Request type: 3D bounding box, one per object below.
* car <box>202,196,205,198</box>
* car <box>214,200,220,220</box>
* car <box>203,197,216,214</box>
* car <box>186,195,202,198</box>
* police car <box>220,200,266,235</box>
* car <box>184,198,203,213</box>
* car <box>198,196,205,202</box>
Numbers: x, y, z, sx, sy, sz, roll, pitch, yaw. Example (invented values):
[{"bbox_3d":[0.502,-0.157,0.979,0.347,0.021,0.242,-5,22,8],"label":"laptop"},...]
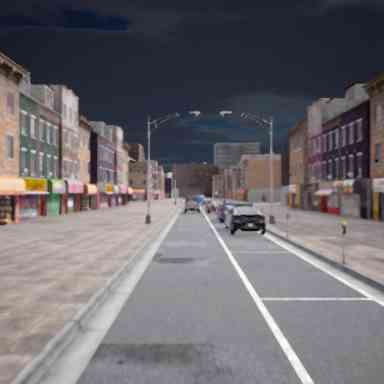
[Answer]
[{"bbox_3d":[2.633,1.833,60.886,2.008,1.369,4.403,0,0,0],"label":"car"},{"bbox_3d":[3.022,1.633,26.543,1.812,1.442,4.674,0,0,0],"label":"car"},{"bbox_3d":[2.635,1.598,38.169,1.967,1.590,4.097,0,0,0],"label":"car"},{"bbox_3d":[0.011,1.452,52.287,2.150,2.045,5.566,0,0,0],"label":"car"},{"bbox_3d":[3.008,1.501,19.654,1.930,1.638,5.238,0,0,0],"label":"police car"},{"bbox_3d":[0.019,1.711,39.312,2.033,1.411,5.357,0,0,0],"label":"car"},{"bbox_3d":[2.631,1.941,93.364,1.967,1.590,4.097,0,0,0],"label":"car"}]
